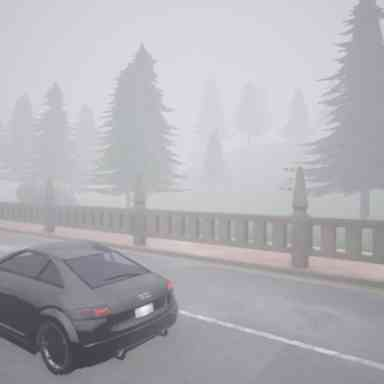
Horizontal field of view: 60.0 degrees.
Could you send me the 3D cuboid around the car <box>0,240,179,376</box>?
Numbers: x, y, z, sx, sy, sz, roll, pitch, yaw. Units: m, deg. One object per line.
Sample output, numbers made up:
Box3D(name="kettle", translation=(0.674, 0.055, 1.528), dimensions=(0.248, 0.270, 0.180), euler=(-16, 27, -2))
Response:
Box3D(name="car", translation=(-2.265, 1.536, 5.604), dimensions=(4.181, 1.385, 1.994), euler=(1, 0, 36))
